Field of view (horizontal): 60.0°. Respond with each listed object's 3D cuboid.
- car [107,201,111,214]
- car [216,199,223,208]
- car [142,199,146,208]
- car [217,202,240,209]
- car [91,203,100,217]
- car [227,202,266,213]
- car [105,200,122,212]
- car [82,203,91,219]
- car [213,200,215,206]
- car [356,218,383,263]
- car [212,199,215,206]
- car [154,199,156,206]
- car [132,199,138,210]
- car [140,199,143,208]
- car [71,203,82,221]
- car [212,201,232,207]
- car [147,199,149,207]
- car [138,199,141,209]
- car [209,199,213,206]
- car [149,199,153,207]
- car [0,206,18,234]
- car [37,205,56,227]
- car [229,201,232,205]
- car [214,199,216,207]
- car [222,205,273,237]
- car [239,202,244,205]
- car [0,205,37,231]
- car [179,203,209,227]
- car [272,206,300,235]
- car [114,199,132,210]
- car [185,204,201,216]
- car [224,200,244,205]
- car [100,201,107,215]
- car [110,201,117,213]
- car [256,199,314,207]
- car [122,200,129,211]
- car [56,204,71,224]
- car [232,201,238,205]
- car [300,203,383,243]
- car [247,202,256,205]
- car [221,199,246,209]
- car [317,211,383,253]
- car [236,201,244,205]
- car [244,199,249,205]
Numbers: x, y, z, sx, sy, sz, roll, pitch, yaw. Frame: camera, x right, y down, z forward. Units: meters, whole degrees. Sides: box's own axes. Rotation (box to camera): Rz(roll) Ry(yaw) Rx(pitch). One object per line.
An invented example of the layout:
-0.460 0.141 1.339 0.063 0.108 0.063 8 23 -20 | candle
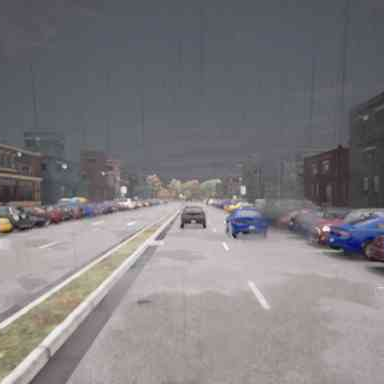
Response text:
-12.729 2.148 40.452 4.674 1.452 2.002 0 -1 0 | car
7.589 2.237 59.187 5.566 2.045 2.435 0 -1 0 | car
-12.864 2.686 68.362 5.366 1.575 1.946 0 -1 0 | car
7.593 2.783 70.207 4.674 1.452 2.002 0 -1 0 | car
-12.737 2.005 35.020 5.008 1.535 2.097 0 -1 0 | car
7.825 2.249 48.158 5.366 1.575 1.946 0 -1 0 | car
-12.728 2.217 46.010 4.892 1.521 2.231 0 -1 0 | car
-12.777 1.981 32.116 4.792 1.488 2.163 0 -1 0 | car
7.588 2.852 73.094 4.674 1.452 2.002 0 -1 0 | car
7.638 1.619 9.559 4.674 1.452 2.002 0 -1 0 | car
7.554 2.749 75.725 4.553 1.767 2.185 0 -1 0 | car
-12.646 2.809 85.031 5.566 2.045 2.435 0 -1 0 | car
-12.728 2.194 57.252 5.566 2.045 2.435 0 -1 0 | car
-12.655 2.656 65.582 4.792 1.488 2.163 0 -1 0 | car
-12.747 1.903 29.339 4.892 1.521 2.231 0 -1 0 | car
7.540 3.098 83.993 4.792 1.488 2.163 0 -1 0 | car
-12.674 2.811 73.794 5.008 1.535 2.097 0 -1 0 | car
-12.660 2.595 62.805 4.792 1.488 2.163 0 -1 0 | car
7.551 2.689 78.484 5.566 2.045 2.435 0 -1 0 | car
-12.673 2.937 79.468 5.008 1.535 2.097 0 -1 0 | car
-12.960 1.710 18.349 5.366 1.575 1.946 0 -1 0 | car
-12.734 1.835 23.781 4.792 1.488 2.163 0 -1 0 | car
7.611 2.172 42.637 4.792 1.488 2.163 0 -1 0 | car
7.596 2.678 67.451 5.008 1.535 2.097 0 -1 0 | car
3.100 1.732 19.598 1.882 1.535 5.008 0 -1 0 | car
7.669 2.015 34.368 4.792 1.488 2.163 0 -1 0 | car
-12.742 1.632 21.012 4.553 1.767 2.185 0 -1 0 | car
0.101 1.858 25.596 1.837 1.490 4.892 0 -1 0 | car
7.637 1.790 20.584 4.674 1.452 2.002 0 -1 0 | car
-12.737 2.262 54.438 4.553 1.767 2.185 0 -1 0 | car
0.100 2.247 41.800 1.895 1.301 4.718 0 -1 0 | car
7.455 2.194 45.395 5.366 1.575 1.946 0 -1 0 | car
-12.743 2.058 37.799 4.892 1.521 2.231 0 -1 0 | car
-12.756 2.191 43.230 4.792 1.488 2.163 0 -1 0 | car
7.668 1.544 23.346 5.566 2.045 2.435 0 -1 0 | car
-12.708 2.368 51.565 4.674 1.452 2.002 0 -1 0 | car
-12.764 1.853 26.559 5.008 1.535 2.097 0 -1 0 | car
7.611 2.118 39.882 4.792 1.488 2.163 0 -1 0 | car
7.671 1.537 15.073 4.553 1.767 2.185 0 -1 0 | car
7.635 1.888 28.855 5.008 1.535 2.097 0 -1 0 | car
7.814 2.365 53.671 5.366 1.575 1.946 0 -1 0 | car
7.635 1.618 12.314 5.008 1.535 2.097 0 -1 0 | car
7.637 2.078 37.161 4.674 1.452 2.002 0 -1 0 | car
7.609 1.811 31.614 4.553 1.767 2.185 0 -1 0 | car
